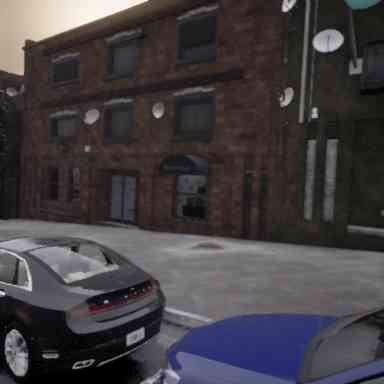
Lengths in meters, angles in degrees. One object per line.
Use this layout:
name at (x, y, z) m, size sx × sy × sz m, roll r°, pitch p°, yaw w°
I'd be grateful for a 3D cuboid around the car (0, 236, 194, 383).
car at (-2.653, 1.475, 5.423) m, size 4.892 × 1.521 × 2.231 m, roll 0°, pitch 0°, yaw 35°
